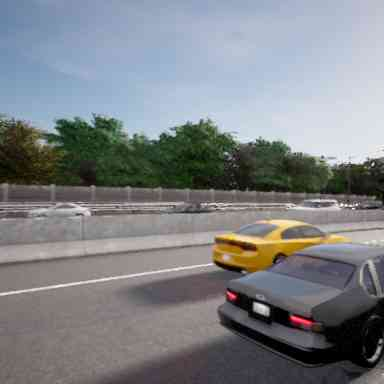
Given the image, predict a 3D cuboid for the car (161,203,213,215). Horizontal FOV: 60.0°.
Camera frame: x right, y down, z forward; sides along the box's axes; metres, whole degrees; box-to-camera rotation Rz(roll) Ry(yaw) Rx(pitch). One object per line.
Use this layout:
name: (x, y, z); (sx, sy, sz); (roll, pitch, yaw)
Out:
car: (-0.391, 1.769, 29.515); (4.892, 1.490, 1.837); (2, -1, -35)

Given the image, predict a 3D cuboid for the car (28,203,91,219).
car: (-10.509, 1.617, 26.593); (4.674, 1.442, 1.812); (1, -1, -36)

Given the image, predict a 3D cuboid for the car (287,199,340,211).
car: (10.493, 1.659, 28.662); (5.566, 2.045, 2.150); (1, -1, -35)

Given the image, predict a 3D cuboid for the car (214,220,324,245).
car: (2.908, 1.592, 10.124); (5.008, 1.535, 1.882); (1, -1, -36)

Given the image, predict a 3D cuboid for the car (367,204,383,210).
car: (25.419, 2.597, 43.602); (4.718, 1.301, 1.895); (2, -1, -35)

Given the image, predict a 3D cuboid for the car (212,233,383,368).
car: (2.947, 1.625, 5.855); (5.357, 1.411, 2.033); (1, -1, -36)

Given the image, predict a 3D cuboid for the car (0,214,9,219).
car: (-11.934, 1.525, 16.975); (4.674, 1.442, 1.812); (1, 0, -35)

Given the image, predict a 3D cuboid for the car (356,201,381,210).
car: (29.341, 2.495, 54.920); (5.566, 2.045, 2.150); (2, -1, -36)
